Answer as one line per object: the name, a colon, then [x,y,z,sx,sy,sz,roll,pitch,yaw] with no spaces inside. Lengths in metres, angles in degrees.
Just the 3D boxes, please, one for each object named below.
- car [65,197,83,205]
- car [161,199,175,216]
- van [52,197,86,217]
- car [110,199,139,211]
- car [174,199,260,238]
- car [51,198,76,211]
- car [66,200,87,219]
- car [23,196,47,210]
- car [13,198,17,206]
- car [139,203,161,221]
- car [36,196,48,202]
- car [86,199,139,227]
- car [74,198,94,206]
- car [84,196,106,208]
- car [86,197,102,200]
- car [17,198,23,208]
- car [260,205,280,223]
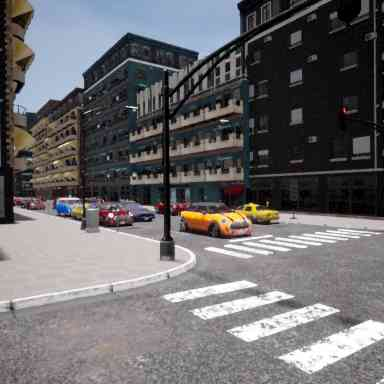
car: [-21.455,1.645,60.372,2.008,1.369,4.403,-1,1,-35]
car: [-2.177,1.441,33.335,1.967,1.590,4.097,-1,1,-35]
van: [-12.214,1.483,32.975,1.690,1.788,3.998,-1,1,-35]
car: [-8.602,1.581,42.348,2.008,1.369,4.403,-1,1,-35]
car: [1.218,1.405,18.366,2.097,1.767,4.553,-1,1,-33]
car: [-17.328,1.614,44.700,1.882,1.535,5.008,-1,0,-35]
car: [-8.899,1.652,28.333,1.752,1.417,4.829,-1,1,-35]
car: [-21.853,1.628,46.494,1.967,1.590,4.097,-1,1,-35]
car: [-31.491,1.782,60.013,1.887,1.381,4.507,-1,1,-35]
car: [-4.966,1.627,27.276,2.033,1.411,5.357,-1,0,-36]
car: [-37.522,1.728,82.901,1.887,1.381,4.507,-1,1,-35]
car: [-5.786,1.553,23.966,1.967,1.590,4.097,-1,1,-35]
car: [-18.242,1.643,55.865,1.947,1.339,4.313,-1,1,-35]
car: [-15.030,1.502,51.359,1.967,1.590,4.097,-1,1,-35]
car: [-10.989,1.459,35.732,2.097,1.767,4.553,-1,0,-35]
car: [-25.064,1.770,51.001,1.947,1.339,4.313,-1,1,-35]
car: [4.152,1.498,24.463,1.752,1.417,4.829,-1,1,-35]
